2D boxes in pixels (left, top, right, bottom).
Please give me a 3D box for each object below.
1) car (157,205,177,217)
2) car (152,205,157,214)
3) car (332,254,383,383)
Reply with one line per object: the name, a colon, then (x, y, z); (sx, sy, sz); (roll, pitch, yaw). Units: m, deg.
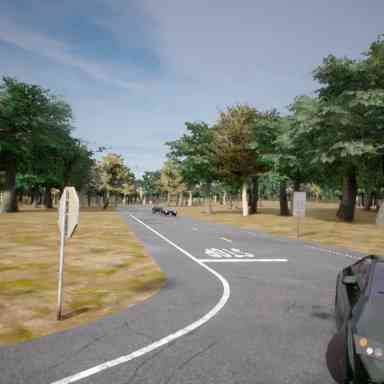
car: (-3.457, 2.848, 48.040); (1.895, 1.301, 4.718); (3, -2, -13)
car: (-5.709, 2.959, 56.887); (1.882, 1.535, 5.008); (3, -2, -14)
car: (3.113, 1.643, 4.634); (1.994, 1.385, 4.181); (1, -1, 22)
